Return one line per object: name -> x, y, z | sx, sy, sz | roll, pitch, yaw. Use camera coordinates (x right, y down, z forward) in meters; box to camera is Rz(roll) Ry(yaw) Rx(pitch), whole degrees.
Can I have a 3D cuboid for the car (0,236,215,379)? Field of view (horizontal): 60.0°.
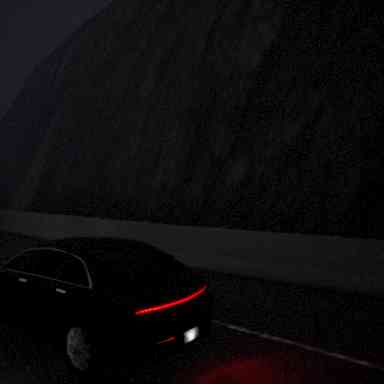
car -> -1.933, 1.514, 5.580 | 4.892, 1.490, 1.837 | 0, 0, 37
